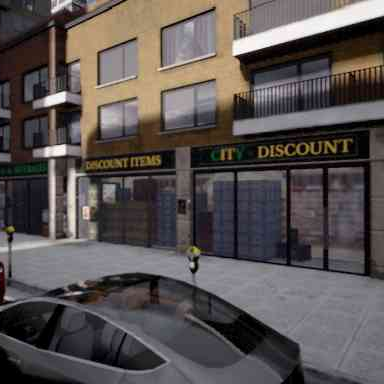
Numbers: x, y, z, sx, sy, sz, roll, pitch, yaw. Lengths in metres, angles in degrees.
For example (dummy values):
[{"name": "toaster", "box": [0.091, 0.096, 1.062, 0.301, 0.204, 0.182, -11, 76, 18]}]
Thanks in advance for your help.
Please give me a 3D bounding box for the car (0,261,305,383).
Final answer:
[{"name": "car", "box": [-1.020, 1.575, 3.531, 4.313, 1.339, 1.947, 0, 0, 35]}]
